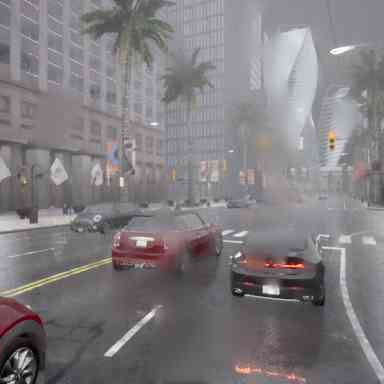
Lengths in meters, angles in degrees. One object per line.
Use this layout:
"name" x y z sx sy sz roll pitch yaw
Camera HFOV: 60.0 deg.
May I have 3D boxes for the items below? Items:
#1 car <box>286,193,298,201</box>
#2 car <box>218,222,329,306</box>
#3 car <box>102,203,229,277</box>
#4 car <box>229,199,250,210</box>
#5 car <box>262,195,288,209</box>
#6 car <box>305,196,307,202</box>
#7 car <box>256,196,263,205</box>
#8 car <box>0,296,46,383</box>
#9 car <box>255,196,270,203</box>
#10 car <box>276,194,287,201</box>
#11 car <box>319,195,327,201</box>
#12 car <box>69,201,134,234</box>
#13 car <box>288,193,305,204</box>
"car" 25.747 1.217 85.450 2.150 2.045 5.566 0 0 24
"car" 2.251 1.505 8.224 1.837 1.490 4.892 0 0 20
"car" -0.533 1.352 10.591 2.097 1.767 4.553 0 0 21
"car" 5.998 1.564 42.739 1.994 1.385 4.181 0 0 25
"car" 11.505 1.548 45.948 2.033 1.411 5.357 0 0 22
"car" 24.491 1.478 74.349 1.882 1.535 5.008 0 0 25
"car" 12.862 1.478 57.617 1.882 1.535 5.008 0 0 25
"car" -2.960 1.352 2.123 2.097 1.767 4.553 0 0 7
"car" 14.795 1.513 69.282 2.161 1.482 4.786 0 0 24
"car" 24.019 1.354 89.180 2.185 1.767 4.553 0 0 24
"car" 34.855 1.524 88.677 1.812 1.442 4.674 0 0 24
"car" -4.824 1.352 19.166 2.097 1.767 4.553 0 0 24
"car" 20.142 1.351 64.940 2.097 1.767 4.553 0 0 25
